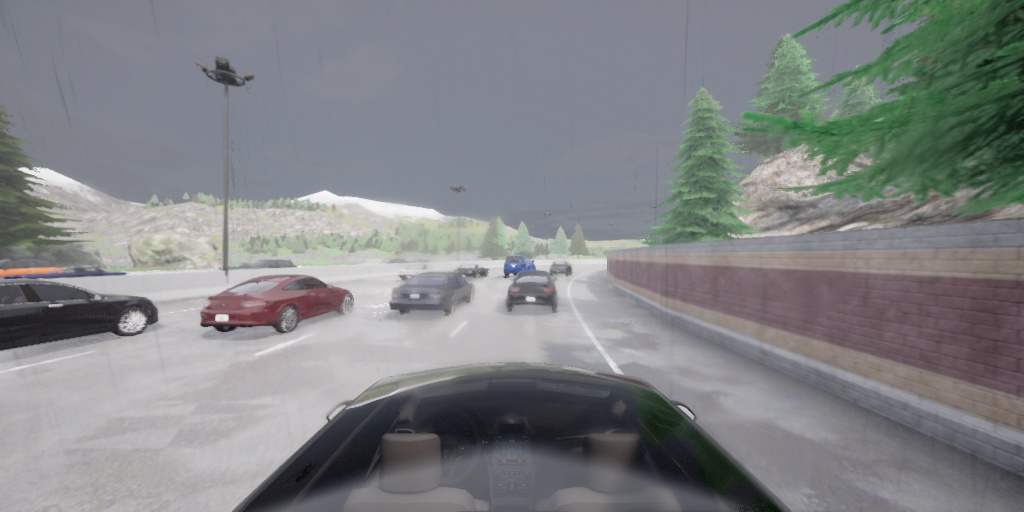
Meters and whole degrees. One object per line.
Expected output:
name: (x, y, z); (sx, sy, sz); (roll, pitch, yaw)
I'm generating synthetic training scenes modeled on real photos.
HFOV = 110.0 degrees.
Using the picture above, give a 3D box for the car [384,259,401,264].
car: (-19.771, 1.192, 61.411); (1.837, 1.490, 4.892); (0, 0, 22)

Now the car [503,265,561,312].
car: (0.854, 1.278, 14.233); (1.812, 1.442, 4.674); (0, 0, 5)

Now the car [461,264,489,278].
car: (-3.428, 1.340, 31.316); (1.895, 1.301, 4.718); (0, 0, 13)

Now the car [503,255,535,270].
car: (0.781, 0.973, 33.890); (2.150, 2.045, 5.566); (0, 0, 14)

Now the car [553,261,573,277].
car: (5.022, 1.257, 36.086); (2.128, 1.511, 4.902); (0, 0, 15)

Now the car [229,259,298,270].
car: (-18.659, 1.044, 27.326); (2.097, 1.767, 4.553); (0, 0, 10)

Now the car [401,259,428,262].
car: (-16.038, 1.192, 61.343); (2.128, 1.511, 4.902); (0, 0, 22)

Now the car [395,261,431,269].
car: (-7.394, 1.328, 29.527); (1.895, 1.301, 4.718); (0, 0, 12)

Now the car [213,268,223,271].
car: (-21.889, 1.246, 29.102); (1.994, 1.385, 4.181); (0, 0, 11)

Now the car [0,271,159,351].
car: (-10.179, 1.223, 7.305); (1.837, 1.490, 4.892); (0, 0, 2)

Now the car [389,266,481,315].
car: (-2.763, 1.289, 13.567); (2.033, 1.411, 5.357); (0, 0, 6)

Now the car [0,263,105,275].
car: (-26.674, 1.268, 21.500); (1.895, 1.301, 4.718); (0, 0, 8)

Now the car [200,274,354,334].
car: (-6.493, 1.256, 10.499); (1.812, 1.442, 4.674); (0, 0, 3)

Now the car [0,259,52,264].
car: (-30.173, 1.009, 21.321); (2.097, 1.767, 4.553); (0, 0, 7)
